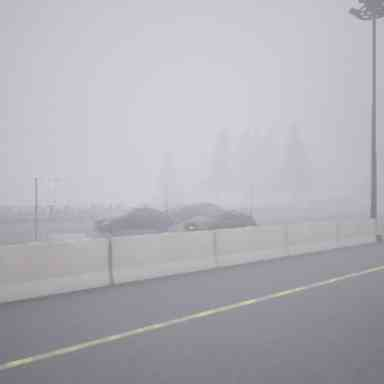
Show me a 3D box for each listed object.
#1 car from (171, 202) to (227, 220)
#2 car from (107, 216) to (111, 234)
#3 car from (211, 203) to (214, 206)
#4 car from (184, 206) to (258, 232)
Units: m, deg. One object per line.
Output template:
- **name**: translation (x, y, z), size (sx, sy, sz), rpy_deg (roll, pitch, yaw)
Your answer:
- **car**: translation (0.676, 1.647, 30.250), size (4.892, 1.490, 1.837), rpy_deg (1, -1, -35)
- **car**: translation (-3.190, 1.578, 18.903), size (4.674, 1.442, 1.812), rpy_deg (0, 0, -36)
- **car**: translation (-0.371, 1.653, 25.221), size (5.357, 1.411, 2.033), rpy_deg (1, 0, -35)
- **car**: translation (1.579, 1.642, 18.015), size (4.181, 1.385, 1.994), rpy_deg (1, 0, -35)
